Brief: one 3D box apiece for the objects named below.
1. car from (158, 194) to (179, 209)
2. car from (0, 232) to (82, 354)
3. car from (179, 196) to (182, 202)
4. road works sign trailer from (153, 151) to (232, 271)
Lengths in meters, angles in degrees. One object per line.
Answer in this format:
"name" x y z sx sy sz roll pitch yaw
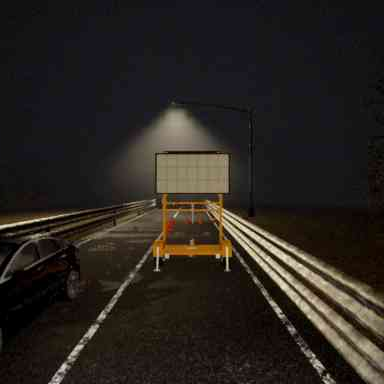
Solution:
"car" -3.307 1.239 45.697 2.150 2.045 5.566 0 0 0
"car" -3.345 1.493 5.472 2.128 1.511 4.902 0 0 0
"car" -3.184 1.505 71.551 1.882 1.535 5.008 0 0 0
"road works sign trailer" 0.020 0.468 10.869 2.380 3.560 2.880 0 0 0
